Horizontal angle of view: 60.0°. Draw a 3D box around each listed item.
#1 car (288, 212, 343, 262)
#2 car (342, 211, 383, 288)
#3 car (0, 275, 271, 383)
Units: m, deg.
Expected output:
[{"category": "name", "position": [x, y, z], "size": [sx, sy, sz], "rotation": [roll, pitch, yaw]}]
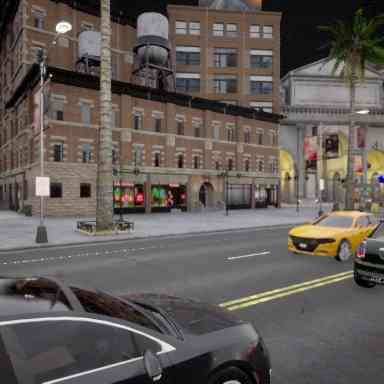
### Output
[{"category": "car", "position": [5.660, 1.477, 12.315], "size": [5.008, 1.535, 1.882], "rotation": [0, 0, -35]}, {"category": "car", "position": [5.945, 1.352, 8.020], "size": [4.553, 1.767, 2.097], "rotation": [0, 0, -35]}, {"category": "car", "position": [-1.428, 1.505, 2.720], "size": [4.892, 1.490, 1.837], "rotation": [0, 0, -36]}]
